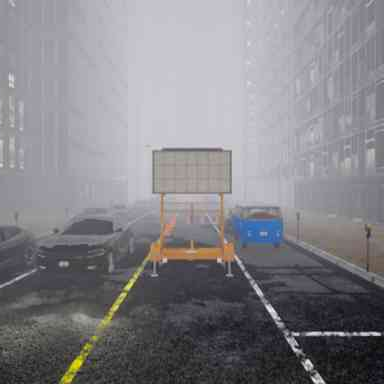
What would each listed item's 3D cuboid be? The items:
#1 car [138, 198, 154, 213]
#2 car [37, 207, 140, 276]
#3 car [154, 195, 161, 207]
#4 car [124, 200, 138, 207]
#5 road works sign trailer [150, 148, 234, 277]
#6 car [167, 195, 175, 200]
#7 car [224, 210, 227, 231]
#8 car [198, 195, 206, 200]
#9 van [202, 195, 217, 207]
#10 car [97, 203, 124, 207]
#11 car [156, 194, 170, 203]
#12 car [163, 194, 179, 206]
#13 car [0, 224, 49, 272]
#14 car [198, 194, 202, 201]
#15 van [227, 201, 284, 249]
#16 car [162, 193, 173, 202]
[{"bbox_3d":[-5.680,1.557,37.128,1.802,1.307,4.206,0,0,0],"label":"car"},{"bbox_3d":[-3.098,1.472,10.553,1.882,1.535,5.008,0,0,0],"label":"car"},{"bbox_3d":[-5.677,1.545,48.522,1.802,1.307,4.206,0,0,0],"label":"car"},{"bbox_3d":[-5.685,1.529,25.734,1.887,1.381,4.507,0,0,0],"label":"car"},{"bbox_3d":[0.004,0.459,10.222,2.380,3.560,2.880,0,0,0],"label":"road works sign trailer"},{"bbox_3d":[-5.661,1.481,88.402,1.802,1.307,4.206,0,0,0],"label":"car"},{"bbox_3d":[2.694,1.570,20.033,1.802,1.307,4.206,0,0,0],"label":"car"},{"bbox_3d":[2.720,1.450,88.397,2.008,1.369,4.403,0,0,0],"label":"car"},{"bbox_3d":[2.704,1.304,48.518,1.690,1.788,3.998,0,0,0],"label":"van"},{"bbox_3d":[-5.687,1.554,20.036,1.947,1.339,4.313,0,0,0],"label":"car"},{"bbox_3d":[-5.670,1.254,65.612,2.192,1.841,5.009,0,0,0],"label":"car"},{"bbox_3d":[-3.075,1.506,52.358,2.033,1.411,5.357,0,0,0],"label":"car"},{"bbox_3d":[-5.691,1.561,8.643,1.947,1.339,4.313,0,0,0],"label":"car"},{"bbox_3d":[2.715,1.471,77.003,2.008,1.369,4.403,0,0,0],"label":"car"},{"bbox_3d":[2.690,1.333,14.336,1.690,1.788,3.998,0,0,0],"label":"van"},{"bbox_3d":[-5.666,1.235,77.006,2.192,1.841,5.009,0,0,0],"label":"car"}]
